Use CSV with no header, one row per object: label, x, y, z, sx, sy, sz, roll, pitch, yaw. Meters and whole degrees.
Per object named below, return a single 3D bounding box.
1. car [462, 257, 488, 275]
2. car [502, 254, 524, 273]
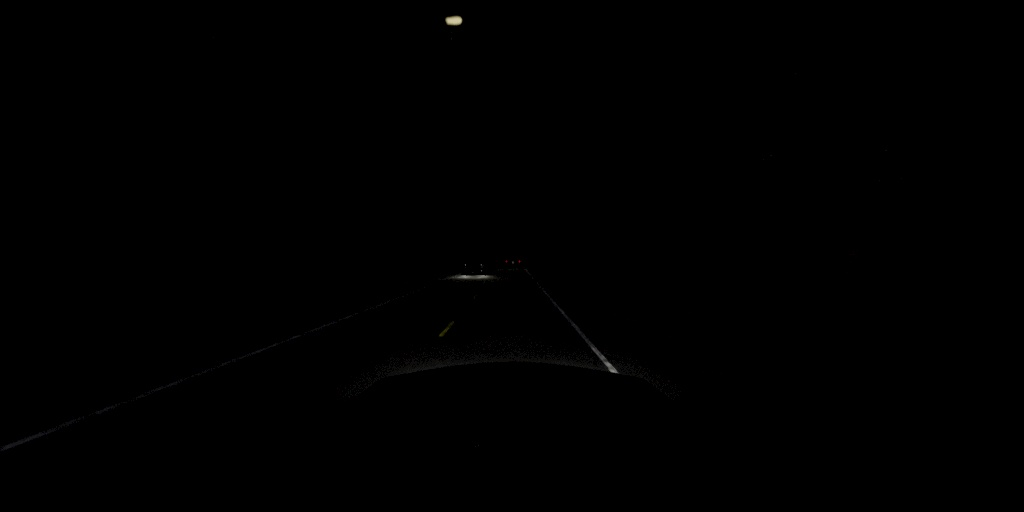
car,-3.580,0.922,35.270,2.097,1.767,4.553,0,1,0
car,0.111,0.744,40.140,2.150,2.045,5.566,0,1,0
